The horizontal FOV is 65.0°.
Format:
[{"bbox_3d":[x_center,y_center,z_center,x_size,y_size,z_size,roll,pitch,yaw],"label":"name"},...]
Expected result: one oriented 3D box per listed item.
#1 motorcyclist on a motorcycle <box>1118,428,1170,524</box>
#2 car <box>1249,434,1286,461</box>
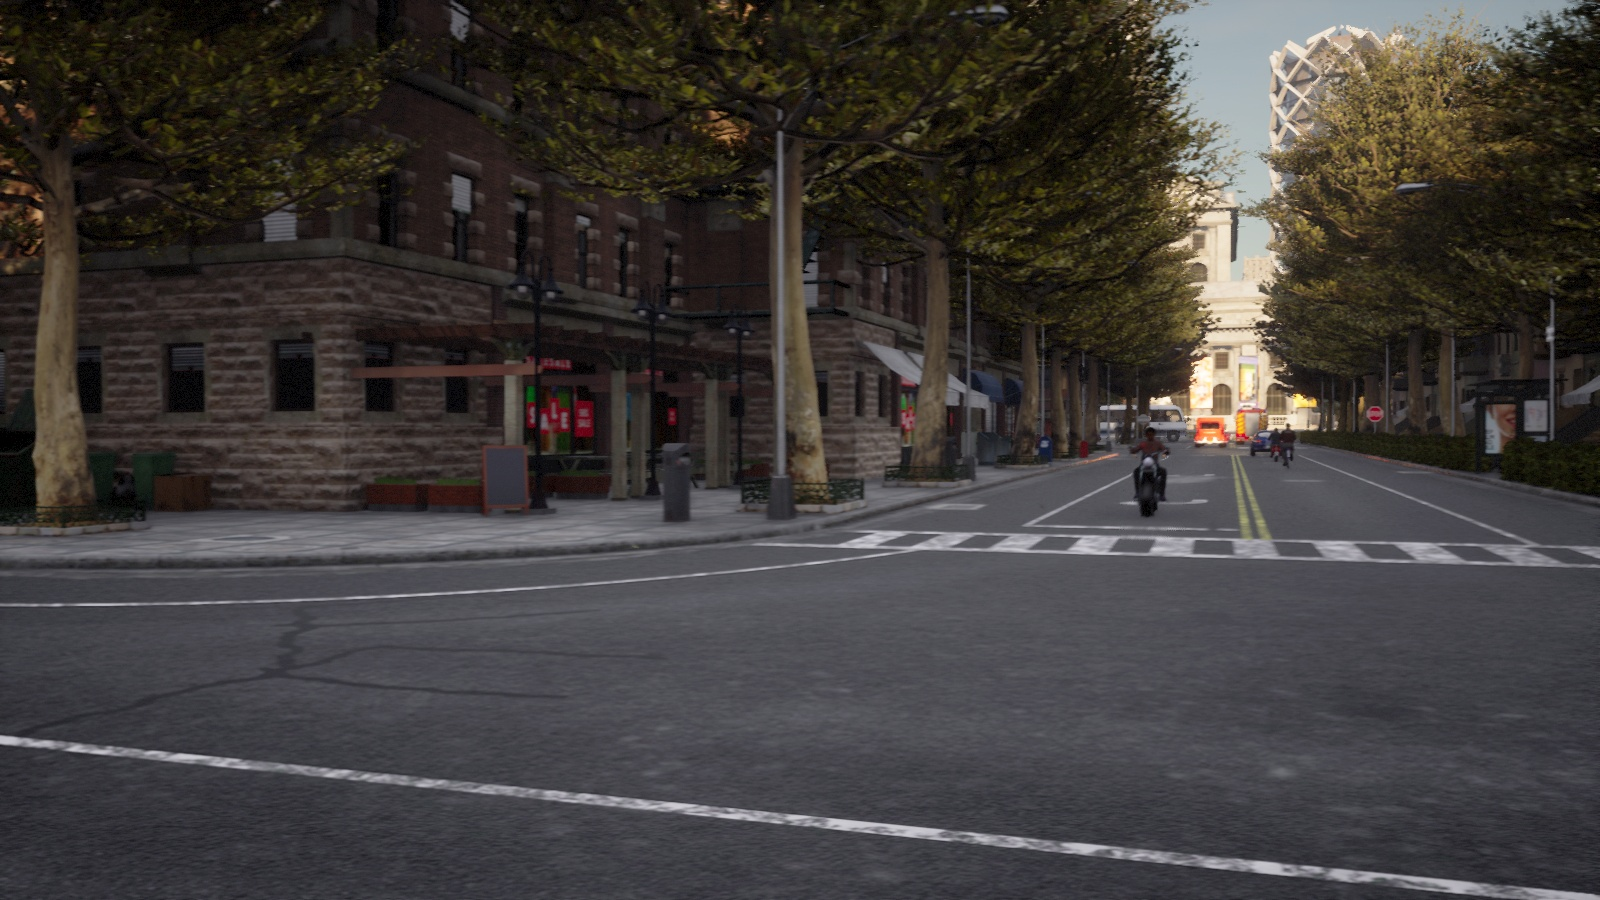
[{"bbox_3d":[6.316,0.433,22.988,0.766,1.649,2.350,1,1,19],"label":"motorcyclist on a motorcycle"},{"bbox_3d":[26.418,-0.187,71.082,1.812,1.442,4.674,1,1,19],"label":"car"}]
